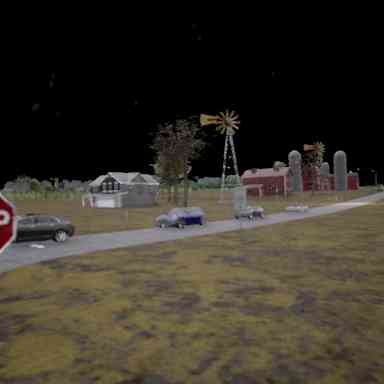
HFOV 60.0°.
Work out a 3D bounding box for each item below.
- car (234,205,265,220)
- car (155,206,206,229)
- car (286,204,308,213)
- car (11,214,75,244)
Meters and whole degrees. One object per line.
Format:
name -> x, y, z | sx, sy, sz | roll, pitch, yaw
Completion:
car -> 6.286, 2.242, 36.164 | 1.837, 1.490, 4.892 | -2, -2, 36
car -> -0.827, 1.935, 26.293 | 2.097, 1.767, 4.553 | -2, -2, 36
car -> 15.368, 2.385, 48.643 | 1.895, 1.301, 4.718 | -2, -1, 36
car -> -8.180, 1.855, 16.273 | 1.837, 1.490, 4.892 | -2, -3, 39
